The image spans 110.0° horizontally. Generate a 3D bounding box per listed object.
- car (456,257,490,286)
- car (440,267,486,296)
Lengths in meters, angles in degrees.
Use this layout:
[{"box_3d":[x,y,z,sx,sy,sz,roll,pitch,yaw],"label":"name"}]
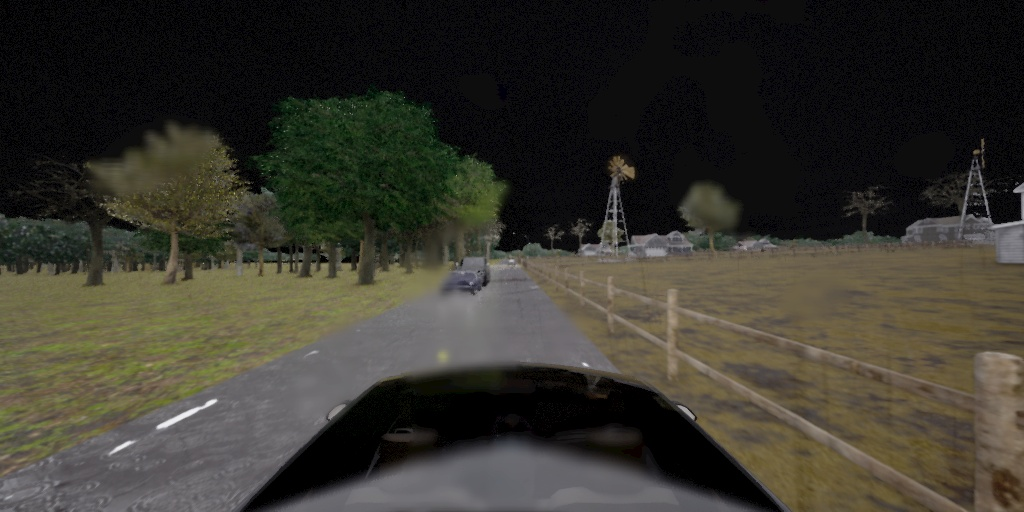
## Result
[{"box_3d":[-2.778,1.073,26.271,2.150,2.045,5.566,0,0,0],"label":"car"},{"box_3d":[-2.768,1.495,20.324,1.895,1.301,4.718,0,0,0],"label":"car"}]
